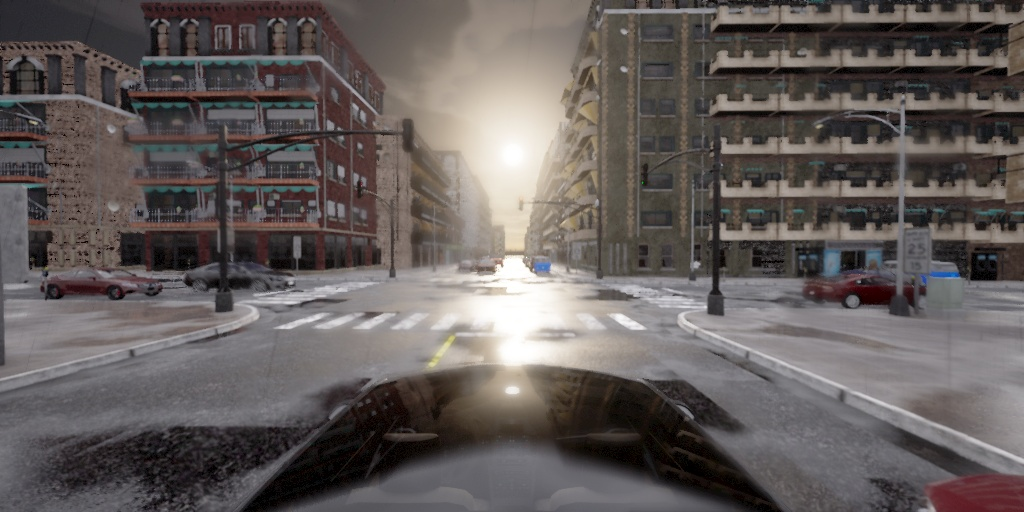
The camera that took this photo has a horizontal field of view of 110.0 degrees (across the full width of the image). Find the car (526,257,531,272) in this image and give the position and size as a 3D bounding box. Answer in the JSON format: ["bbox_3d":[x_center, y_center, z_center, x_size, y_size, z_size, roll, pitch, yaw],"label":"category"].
[{"bbox_3d":[3.132,0.910,43.449,2.192,1.841,5.009,0,0,1],"label":"car"}]

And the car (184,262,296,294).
[{"bbox_3d":[-13.579,1.072,18.070,4.902,1.511,2.128,1,1,1],"label":"car"}]

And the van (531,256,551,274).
[{"bbox_3d":[3.168,0.951,37.952,1.690,1.789,3.998,0,0,1],"label":"van"}]

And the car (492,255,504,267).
[{"bbox_3d":[-2.503,0.784,58.709,2.150,2.045,5.566,0,0,1],"label":"car"}]

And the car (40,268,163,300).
[{"bbox_3d":[-17.612,1.152,15.436,4.207,1.307,1.802,0,0,1],"label":"car"}]

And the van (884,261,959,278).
[{"bbox_3d":[26.304,1.252,23.301,3.998,1.789,1.690,0,0,1],"label":"van"}]

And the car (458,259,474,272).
[{"bbox_3d":[-5.433,1.175,43.582,1.802,1.307,4.207,0,0,1],"label":"car"}]

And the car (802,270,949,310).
[{"bbox_3d":[14.839,1.441,15.063,4.507,1.381,1.888,0,0,1],"label":"car"}]

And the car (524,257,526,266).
[{"bbox_3d":[3.199,1.094,54.657,1.751,1.417,4.829,0,0,1],"label":"car"}]

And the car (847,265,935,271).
[{"bbox_3d":[20.467,1.428,20.788,5.357,1.411,2.033,1,1,1],"label":"car"}]

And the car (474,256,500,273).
[{"bbox_3d":[-2.726,1.082,39.667,1.882,1.535,5.008,0,0,1],"label":"car"}]
